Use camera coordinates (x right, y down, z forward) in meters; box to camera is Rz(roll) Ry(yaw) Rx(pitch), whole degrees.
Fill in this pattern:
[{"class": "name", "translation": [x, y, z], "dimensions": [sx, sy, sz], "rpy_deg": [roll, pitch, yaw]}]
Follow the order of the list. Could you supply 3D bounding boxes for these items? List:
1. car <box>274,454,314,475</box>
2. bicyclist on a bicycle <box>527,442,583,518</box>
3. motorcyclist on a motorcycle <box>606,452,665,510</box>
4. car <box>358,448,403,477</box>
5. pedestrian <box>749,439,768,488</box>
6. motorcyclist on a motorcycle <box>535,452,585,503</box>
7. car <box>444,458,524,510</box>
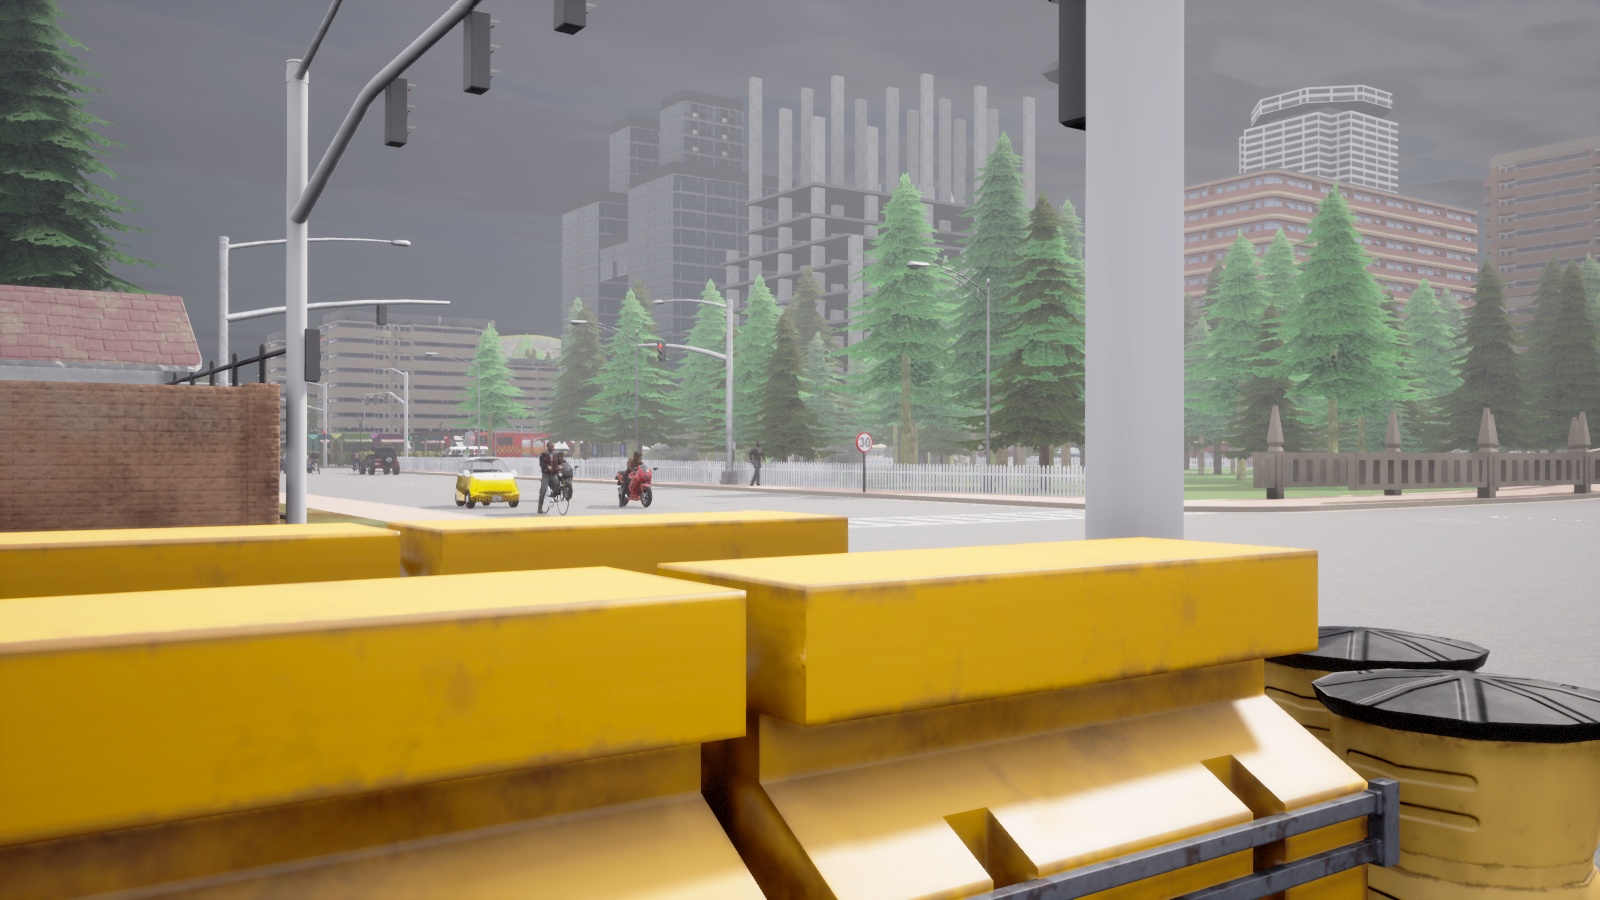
[{"class": "car", "translation": [-35.762, 1.003, 88.727], "dimensions": [1.970, 1.475, 3.806], "rpy_deg": [0, 0, -33]}, {"class": "bicyclist on a bicycle", "translation": [-5.881, 0.701, 30.030], "dimensions": [0.659, 1.776, 1.843], "rpy_deg": [0, 0, -33]}, {"class": "motorcyclist on a motorcycle", "translation": [-4.504, 0.820, 34.329], "dimensions": [0.797, 1.523, 2.044], "rpy_deg": [0, 0, -33]}, {"class": "car", "translation": [-27.683, 0.802, 82.736], "dimensions": [1.905, 1.878, 3.866], "rpy_deg": [0, 0, -33]}, {"class": "pedestrian", "translation": [-1.654, 0.529, 50.002], "dimensions": [0.402, 1.930, 0.666], "rpy_deg": [0, 0, -39]}, {"class": "motorcyclist on a motorcycle", "translation": [-7.445, 0.838, 38.845], "dimensions": [0.797, 1.523, 2.044], "rpy_deg": [0, 0, -33]}, {"class": "car", "translation": [-8.624, 0.902, 34.242], "dimensions": [1.481, 1.376, 2.207], "rpy_deg": [0, 0, -33]}]
